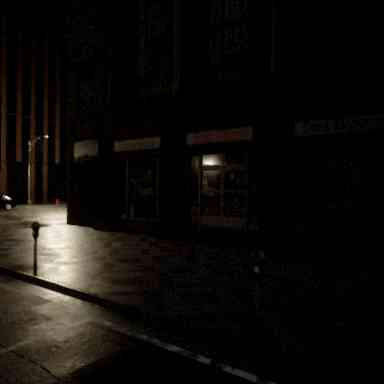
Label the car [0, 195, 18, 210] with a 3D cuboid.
[{"bbox_3d":[-19.091,1.014,31.372,1.837,1.490,4.892,1,1,35],"label":"car"}]
